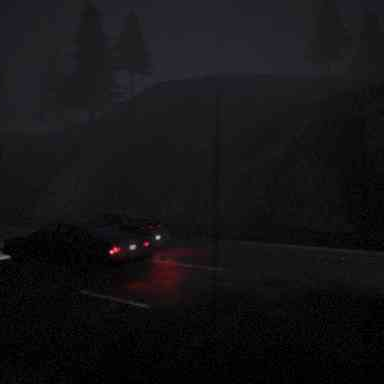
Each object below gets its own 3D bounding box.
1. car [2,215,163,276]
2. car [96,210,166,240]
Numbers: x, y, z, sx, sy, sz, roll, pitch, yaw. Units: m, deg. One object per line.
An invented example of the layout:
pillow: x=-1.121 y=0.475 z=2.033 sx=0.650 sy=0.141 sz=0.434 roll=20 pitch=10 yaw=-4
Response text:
car: x=-3.767 y=1.612 z=10.569 sx=5.357 sy=1.411 sz=2.033 roll=-1 pitch=0 yaw=32
car: x=-3.399 y=1.573 z=14.427 sx=4.892 sy=1.490 sz=1.837 roll=-1 pitch=0 yaw=32
